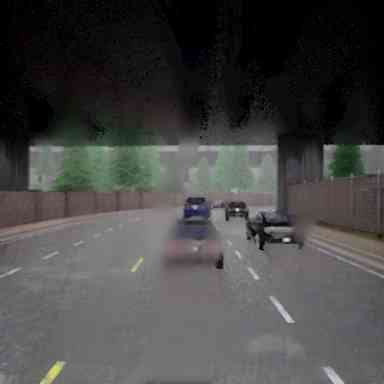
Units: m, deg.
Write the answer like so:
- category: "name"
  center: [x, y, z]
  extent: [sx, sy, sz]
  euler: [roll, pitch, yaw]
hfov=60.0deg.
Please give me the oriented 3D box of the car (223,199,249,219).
- category: "car"
  center: [4.240, 1.610, 31.152]
  extent: [2.097, 1.767, 4.553]
  euler: [0, 0, 7]

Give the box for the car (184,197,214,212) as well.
- category: "car"
  center: [0.571, 1.474, 30.553]
  extent: [2.150, 2.045, 5.566]
  euler: [0, -1, 6]

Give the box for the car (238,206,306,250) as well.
- category: "car"
  center: [3.582, 1.616, 14.977]
  extent: [2.128, 1.511, 4.902]
  euler: [0, 0, 0]

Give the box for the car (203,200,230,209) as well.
- category: "car"
  center: [4.099, 2.023, 55.394]
  extent: [4.181, 1.385, 1.994]
  euler: [0, -1, -37]

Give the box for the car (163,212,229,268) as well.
- category: "car"
  center: [0.066, 1.644, 11.573]
  extent: [2.033, 1.411, 5.357]
  euler: [0, 0, 0]

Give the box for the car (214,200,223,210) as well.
- category: "car"
  center: [4.537, 1.926, 50.885]
  extent: [4.892, 1.490, 1.837]
  euler: [1, -2, -45]
